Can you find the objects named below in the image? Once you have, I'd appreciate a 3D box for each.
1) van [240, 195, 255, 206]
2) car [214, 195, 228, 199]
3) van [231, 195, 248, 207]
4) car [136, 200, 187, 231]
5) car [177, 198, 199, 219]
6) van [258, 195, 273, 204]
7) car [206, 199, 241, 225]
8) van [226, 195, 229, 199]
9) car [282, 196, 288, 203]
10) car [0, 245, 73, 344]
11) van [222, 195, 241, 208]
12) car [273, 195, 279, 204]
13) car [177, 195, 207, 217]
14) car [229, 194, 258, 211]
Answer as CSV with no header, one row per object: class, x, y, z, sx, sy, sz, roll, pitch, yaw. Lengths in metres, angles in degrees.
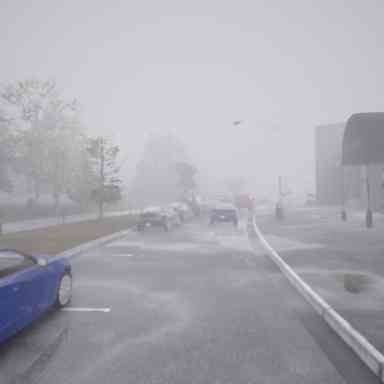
van,10.675,1.587,63.721,1.878,1.987,4.442,-3,-1,23
car,2.784,1.625,42.900,1.946,1.575,5.366,-3,-1,18
van,8.428,1.532,58.613,1.878,1.987,4.442,-3,-1,22
car,-2.063,1.545,20.889,2.231,1.521,4.892,-3,0,9
car,-1.163,1.562,26.408,2.231,1.521,4.892,-3,0,10
van,15.783,1.713,73.672,1.878,1.987,4.442,-3,-1,28
car,2.497,1.530,24.972,1.882,1.535,5.008,0,0,9
van,4.442,1.440,48.164,1.878,1.987,4.442,-3,-1,16
car,21.537,2.100,83.117,2.002,1.452,4.674,-3,-1,33
car,-3.455,1.490,4.909,2.097,1.535,5.008,0,0,2
van,6.346,1.483,53.424,1.878,1.987,4.442,-3,-1,21
car,18.558,1.751,78.423,2.435,2.045,5.566,-3,-1,29
car,-0.074,1.327,31.928,2.435,2.045,5.566,-3,0,12
car,6.654,1.328,42.358,2.150,2.045,5.566,-1,-1,17
